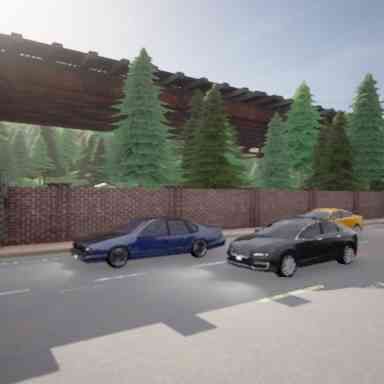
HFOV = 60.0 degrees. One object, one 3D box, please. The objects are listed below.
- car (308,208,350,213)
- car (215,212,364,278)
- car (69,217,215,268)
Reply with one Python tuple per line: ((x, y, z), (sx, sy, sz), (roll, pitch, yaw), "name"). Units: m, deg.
((6.781, 1.594, 17.066), (5.008, 1.535, 1.882), (1, 0, -34), "car")
((3.286, 1.570, 10.449), (4.892, 1.490, 1.837), (1, 0, -34), "car")
((-1.308, 1.587, 11.553), (5.357, 1.411, 2.033), (1, 0, -34), "car")
